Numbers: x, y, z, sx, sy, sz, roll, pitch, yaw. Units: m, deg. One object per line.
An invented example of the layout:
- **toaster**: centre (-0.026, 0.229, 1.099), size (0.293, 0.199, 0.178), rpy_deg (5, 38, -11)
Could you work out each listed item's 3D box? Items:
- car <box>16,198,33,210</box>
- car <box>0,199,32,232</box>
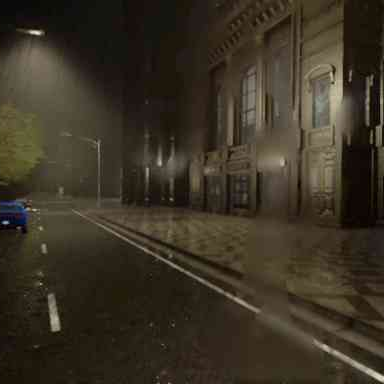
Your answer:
- **car**: centre (-18.026, 1.347, 35.217), size (1.994, 1.385, 4.181), rpy_deg (1, 0, -25)
- **car**: centre (-10.274, 1.353, 18.717), size (1.882, 1.535, 5.008), rpy_deg (1, 0, -25)
